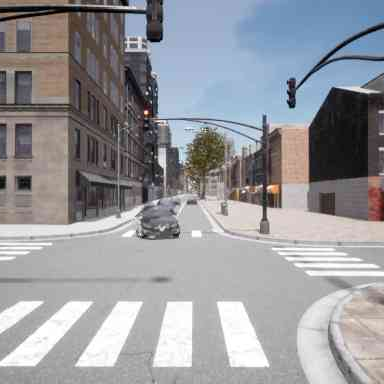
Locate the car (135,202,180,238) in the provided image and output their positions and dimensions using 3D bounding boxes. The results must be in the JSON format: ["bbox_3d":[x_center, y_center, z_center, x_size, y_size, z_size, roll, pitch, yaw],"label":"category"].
[{"bbox_3d":[-1.984,1.498,17.725,1.837,1.490,4.892,-1,0,-14],"label":"car"}]

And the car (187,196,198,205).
[{"bbox_3d":[0.028,1.524,58.962,2.033,1.411,5.357,0,0,1],"label":"car"}]

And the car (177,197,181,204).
[{"bbox_3d":[-2.864,1.524,55.112,2.033,1.411,5.357,0,0,0],"label":"car"}]

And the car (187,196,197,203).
[{"bbox_3d":[0.021,1.542,69.244,1.994,1.385,4.181,0,0,0],"label":"car"}]

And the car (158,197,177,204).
[{"bbox_3d":[-2.890,1.506,35.077,1.812,1.442,4.674,0,0,0],"label":"car"}]
